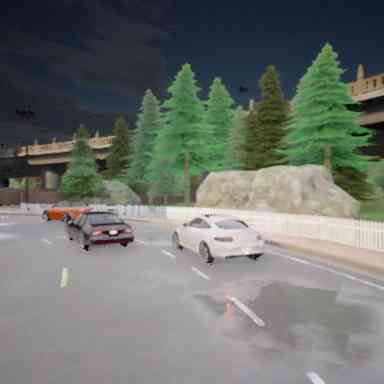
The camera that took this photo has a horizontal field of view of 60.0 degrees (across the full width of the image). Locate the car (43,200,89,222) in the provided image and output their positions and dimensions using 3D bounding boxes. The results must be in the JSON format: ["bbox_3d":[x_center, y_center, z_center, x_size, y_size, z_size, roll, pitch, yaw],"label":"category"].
[{"bbox_3d":[-9.581,1.403,25.627,4.553,1.767,2.097,-1,0,41],"label":"car"}]

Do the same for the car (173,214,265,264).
[{"bbox_3d":[0.764,1.489,11.697,1.812,1.442,4.674,-1,0,-21],"label":"car"}]

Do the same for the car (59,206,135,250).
[{"bbox_3d":[-4.200,1.561,14.610,2.033,1.411,5.357,-1,0,-30],"label":"car"}]

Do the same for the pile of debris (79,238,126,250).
[{"bbox_3d":[-3.836,2.186,14.109,1.500,0.140,1.860,-1,0,-29],"label":"pile of debris"}]
